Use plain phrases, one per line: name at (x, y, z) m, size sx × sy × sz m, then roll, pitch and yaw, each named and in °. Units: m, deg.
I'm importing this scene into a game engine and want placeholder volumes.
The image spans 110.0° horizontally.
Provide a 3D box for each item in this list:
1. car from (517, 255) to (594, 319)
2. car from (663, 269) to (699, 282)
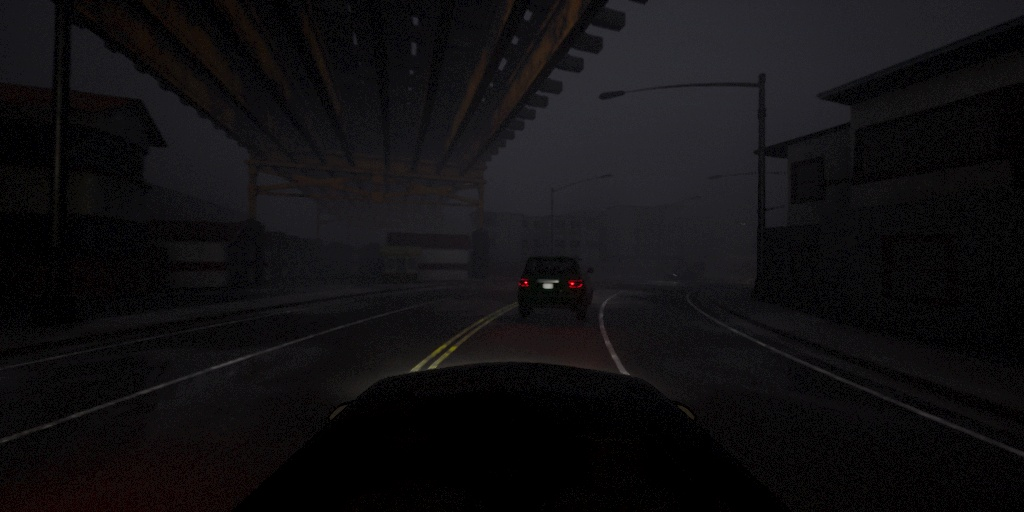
car at (1.740, 0.998, 13.177) m, size 2.150 × 2.045 × 5.566 m, roll 0°, pitch 0°, yaw 15°
car at (20.065, 2.254, 42.519) m, size 5.008 × 1.535 × 1.882 m, roll 3°, pitch -2°, yaw -29°
